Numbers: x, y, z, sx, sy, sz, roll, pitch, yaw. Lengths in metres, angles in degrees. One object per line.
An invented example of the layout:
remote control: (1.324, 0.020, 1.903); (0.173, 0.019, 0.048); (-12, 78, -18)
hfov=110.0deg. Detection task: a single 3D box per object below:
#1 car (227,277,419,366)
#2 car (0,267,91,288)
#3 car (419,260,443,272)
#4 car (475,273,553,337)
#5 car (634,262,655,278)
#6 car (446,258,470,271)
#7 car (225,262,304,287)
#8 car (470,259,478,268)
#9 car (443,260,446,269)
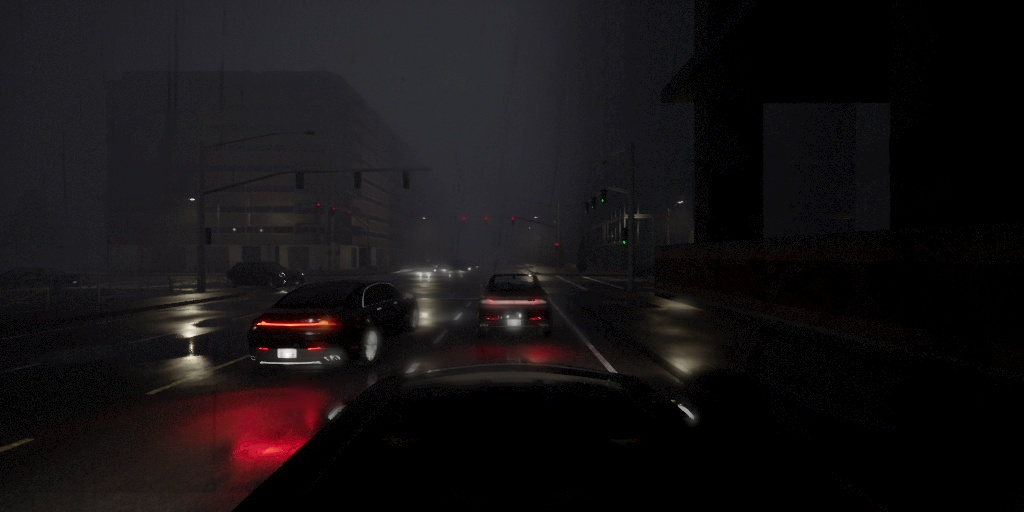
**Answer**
car: (-3.454, 1.255, 7.953); (1.837, 1.490, 4.892); (0, 0, 0)
car: (-31.003, 1.406, 23.629); (4.718, 1.301, 1.895); (0, 0, 0)
car: (-11.005, 1.242, 47.538); (2.128, 1.511, 4.902); (0, 0, 0)
car: (0.055, 1.242, 10.274); (2.128, 1.511, 4.902); (0, 0, 0)
car: (13.932, 1.297, 34.272); (4.902, 1.511, 2.128); (0, 0, 0)
car: (-7.512, 1.228, 50.310); (1.882, 1.535, 5.008); (0, 0, 0)
car: (-15.724, 1.144, 22.948); (4.553, 1.767, 2.097); (0, 0, 10)
car: (-7.437, 1.314, 60.327); (1.994, 1.385, 4.181); (0, 0, 1)
car: (-10.979, 1.351, 56.882); (1.895, 1.301, 4.718); (0, 0, 1)
